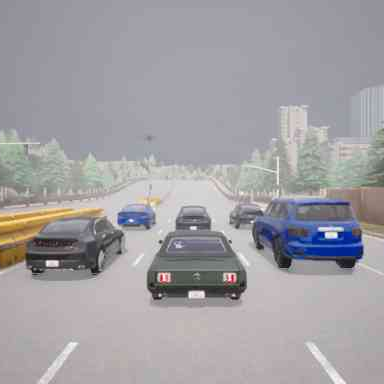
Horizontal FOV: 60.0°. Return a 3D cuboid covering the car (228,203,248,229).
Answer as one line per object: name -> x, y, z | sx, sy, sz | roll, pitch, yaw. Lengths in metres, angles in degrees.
car -> 3.558, 1.505, 21.764 | 1.837, 1.490, 4.892 | 0, 0, 0

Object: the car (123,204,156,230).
car -> -3.443, 1.478, 21.338 | 1.882, 1.535, 5.008 | 0, 0, 0

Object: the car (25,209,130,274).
car -> -3.420, 1.504, 10.547 | 1.837, 1.490, 4.892 | 0, 0, 0

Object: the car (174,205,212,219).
car -> 0.065, 1.505, 18.585 | 1.837, 1.490, 4.892 | 0, 0, 0

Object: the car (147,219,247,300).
car -> 0.085, 1.601, 8.348 | 1.895, 1.301, 4.718 | 0, 0, 0

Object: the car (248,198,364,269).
car -> 3.569, 1.220, 11.290 | 2.150, 2.045, 5.566 | 0, 0, -1
